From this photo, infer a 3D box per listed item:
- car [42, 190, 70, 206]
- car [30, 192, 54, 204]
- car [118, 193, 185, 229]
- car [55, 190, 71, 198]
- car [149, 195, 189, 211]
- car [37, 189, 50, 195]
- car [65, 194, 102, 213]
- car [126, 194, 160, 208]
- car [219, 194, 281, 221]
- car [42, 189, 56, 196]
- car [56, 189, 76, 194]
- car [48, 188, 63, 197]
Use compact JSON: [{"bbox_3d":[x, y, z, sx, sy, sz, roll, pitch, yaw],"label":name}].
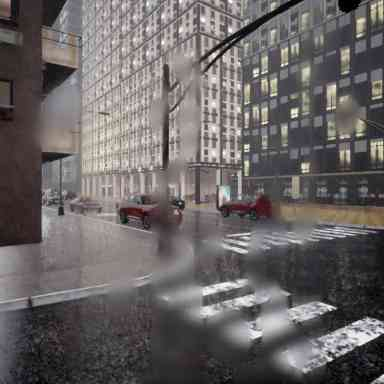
[{"bbox_3d":[-15.603,0.826,37.257,2.008,1.369,4.403,2,0,-36],"label":"car"},{"bbox_3d":[-18.862,0.752,41.744,1.802,1.307,4.206,2,0,-36],"label":"car"},{"bbox_3d":[-2.562,1.008,19.306,2.192,1.841,5.009,2,0,-36],"label":"car"},{"bbox_3d":[-25.157,0.309,64.677,1.887,1.381,4.507,1,0,-36],"label":"car"},{"bbox_3d":[-2.342,1.070,33.256,1.947,1.339,4.313,1,0,-36],"label":"car"},{"bbox_3d":[-34.935,-0.011,78.143,1.887,1.381,4.507,1,0,-36],"label":"car"},{"bbox_3d":[-9.086,1.067,28.282,1.802,1.307,4.206,2,0,-36],"label":"car"},{"bbox_3d":[-5.602,0.965,37.745,1.947,1.339,4.313,1,0,-36],"label":"car"},{"bbox_3d":[4.182,1.027,24.278,2.192,1.841,5.009,1,0,-36],"label":"car"},{"bbox_3d":[-31.675,0.096,73.654,1.887,1.381,4.507,1,0,-36],"label":"car"},{"bbox_3d":[-19.516,0.516,52.476,1.837,1.490,4.892,0,1,-36],"label":"car"},{"bbox_3d":[-28.413,0.098,69.165,1.967,1.590,4.097,1,0,-36],"label":"car"}]
